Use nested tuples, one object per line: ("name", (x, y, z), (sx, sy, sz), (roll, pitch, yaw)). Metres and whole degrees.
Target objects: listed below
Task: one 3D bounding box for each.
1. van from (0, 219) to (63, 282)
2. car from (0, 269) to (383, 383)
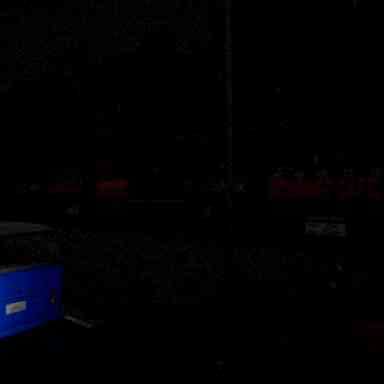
("van", (-3.884, 1.326, 5.602), (3.998, 1.788, 1.690), (0, -1, 36))
("car", (0.622, 1.543, 2.379), (4.507, 1.381, 1.887), (0, -1, 36))
